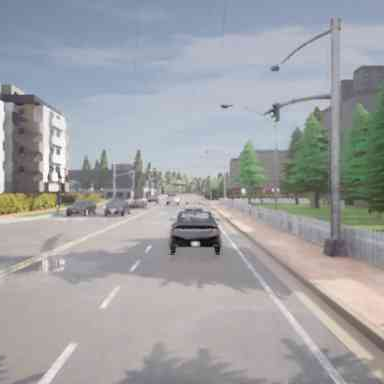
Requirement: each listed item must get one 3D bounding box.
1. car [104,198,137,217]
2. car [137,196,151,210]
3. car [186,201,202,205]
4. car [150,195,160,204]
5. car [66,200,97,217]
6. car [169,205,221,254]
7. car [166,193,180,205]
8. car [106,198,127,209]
[{"bbox_3d":[-7.049,1.506,32.006,2.128,1.511,4.902,0,0,0],"label":"car"},{"bbox_3d":[-7.024,1.583,43.443,1.994,1.385,4.181,0,0,0],"label":"car"},{"bbox_3d":[0.150,1.619,35.316,1.895,1.301,4.718,0,0,0],"label":"car"},{"bbox_3d":[-6.914,1.312,59.817,1.882,1.535,5.008,0,0,0],"label":"car"},{"bbox_3d":[-10.547,1.518,32.055,1.837,1.490,4.892,0,0,0],"label":"car"},{"bbox_3d":[0.116,1.498,13.443,2.128,1.511,4.902,0,0,0],"label":"car"},{"bbox_3d":[-3.414,1.251,59.672,2.150,2.045,5.566,0,0,0],"label":"car"},{"bbox_3d":[-10.507,1.585,46.495,1.994,1.385,4.181,0,0,0],"label":"car"}]
